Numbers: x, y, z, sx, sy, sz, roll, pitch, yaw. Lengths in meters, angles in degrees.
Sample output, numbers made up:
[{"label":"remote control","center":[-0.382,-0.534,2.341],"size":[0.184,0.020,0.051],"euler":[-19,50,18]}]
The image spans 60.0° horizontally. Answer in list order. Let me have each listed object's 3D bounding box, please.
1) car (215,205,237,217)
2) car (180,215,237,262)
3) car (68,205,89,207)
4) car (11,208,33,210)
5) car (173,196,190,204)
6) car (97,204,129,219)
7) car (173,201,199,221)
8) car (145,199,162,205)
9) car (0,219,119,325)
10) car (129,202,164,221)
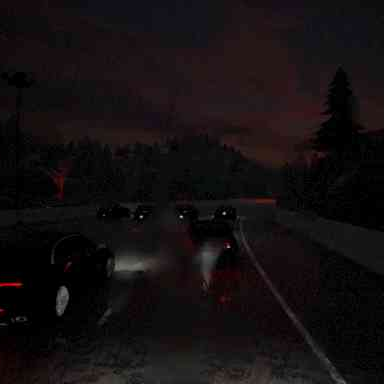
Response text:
[{"label":"car","center":[3.405,2.021,33.048],"size":[1.994,1.385,4.181],"euler":[0,-1,11]},{"label":"car","center":[0.688,1.779,12.958],"size":[1.895,1.301,4.718],"euler":[0,-1,4]},{"label":"car","center":[-15.745,2.040,44.710],"size":[1.882,1.535,5.008],"euler":[0,-1,13]},{"label":"car","center":[-22.529,2.132,46.418],"size":[1.994,1.385,4.181],"euler":[0,-1,13]},{"label":"car","center":[-2.610,2.035,83.327],"size":[2.150,2.045,5.566],"euler":[0,-1,24]},{"label":"car","center":[-7.447,1.906,32.050],"size":[2.128,1.511,4.902],"euler":[0,-1,10]},{"label":"car","center":[-0.491,1.929,31.241],"size":[1.837,1.490,4.892],"euler":[0,0,10]},{"label":"car","center":[-9.693,2.472,84.649],"size":[1.882,1.535,5.008],"euler":[0,-1,24]},{"label":"car","center":[-3.165,1.600,7.400],"size":[1.837,1.490,4.892],"euler":[0,0,3]},{"label":"car","center":[-4.009,1.921,31.415],"size":[1.837,1.490,4.892],"euler":[0,0,10]}]
